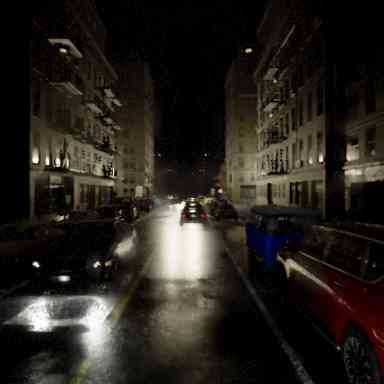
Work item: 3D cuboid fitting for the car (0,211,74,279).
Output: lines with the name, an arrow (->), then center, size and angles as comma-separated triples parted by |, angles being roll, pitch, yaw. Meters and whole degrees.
car -> -5.406, 1.525, 10.099 | 1.752, 1.417, 4.829 | 0, 0, 0

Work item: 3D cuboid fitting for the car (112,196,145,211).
car -> -5.411, 1.315, 26.487 | 2.192, 1.841, 5.009 | 0, 0, 0

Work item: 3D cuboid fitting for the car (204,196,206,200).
car -> 2.616, 1.527, 48.288 | 1.752, 1.417, 4.829 | 0, 0, 0

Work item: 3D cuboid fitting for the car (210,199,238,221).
car -> 2.648, 1.526, 26.663 | 1.752, 1.417, 4.829 | 0, 0, 0

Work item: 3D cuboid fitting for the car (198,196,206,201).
car -> 2.586, 1.585, 86.082 | 1.802, 1.307, 4.206 | 0, 0, 0

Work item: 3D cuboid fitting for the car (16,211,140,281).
car -> -2.855, 1.547, 10.087 | 2.033, 1.411, 5.357 | 0, 0, 0

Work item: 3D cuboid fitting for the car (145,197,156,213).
car -> -5.415, 1.582, 37.300 | 1.802, 1.307, 4.206 | 0, 0, 0

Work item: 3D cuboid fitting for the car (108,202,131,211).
car -> -5.410, 1.566, 21.081 | 1.947, 1.339, 4.313 | 0, 0, 0

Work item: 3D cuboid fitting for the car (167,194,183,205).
car -> -2.785, 1.569, 56.795 | 1.994, 1.385, 4.181 | 0, 0, 0

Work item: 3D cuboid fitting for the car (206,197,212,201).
car -> 2.640, 1.441, 31.899 | 1.967, 1.590, 4.097 | 0, 0, 0

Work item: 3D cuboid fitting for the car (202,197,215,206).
car -> 2.608, 1.553, 53.524 | 2.008, 1.369, 4.403 | 0, 0, 0

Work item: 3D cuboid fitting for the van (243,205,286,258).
van -> 2.673, 1.342, 10.275 | 1.690, 1.788, 3.998 | 0, 0, 0

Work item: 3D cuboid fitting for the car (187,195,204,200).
car -> 0.074, 1.493, 42.501 | 2.128, 1.511, 4.902 | 0, 0, 0

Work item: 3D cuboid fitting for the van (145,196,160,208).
van -> -5.417, 1.341, 42.706 | 1.690, 1.788, 3.998 | 0, 0, 0

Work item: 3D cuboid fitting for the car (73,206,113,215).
car -> -5.408, 1.551, 15.675 | 2.008, 1.369, 4.403 | 0, 0, 0

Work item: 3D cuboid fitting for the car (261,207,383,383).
car -> 2.681, 1.315, 4.869 | 2.192, 1.841, 5.009 | 0, 0, 0

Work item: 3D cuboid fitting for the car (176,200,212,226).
car -> 0.087, 1.548, 23.400 | 2.033, 1.411, 5.357 | 0, 0, 0

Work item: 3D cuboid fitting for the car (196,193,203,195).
car -> 2.590, 1.554, 80.400 | 2.008, 1.369, 4.403 | 0, 0, 0
